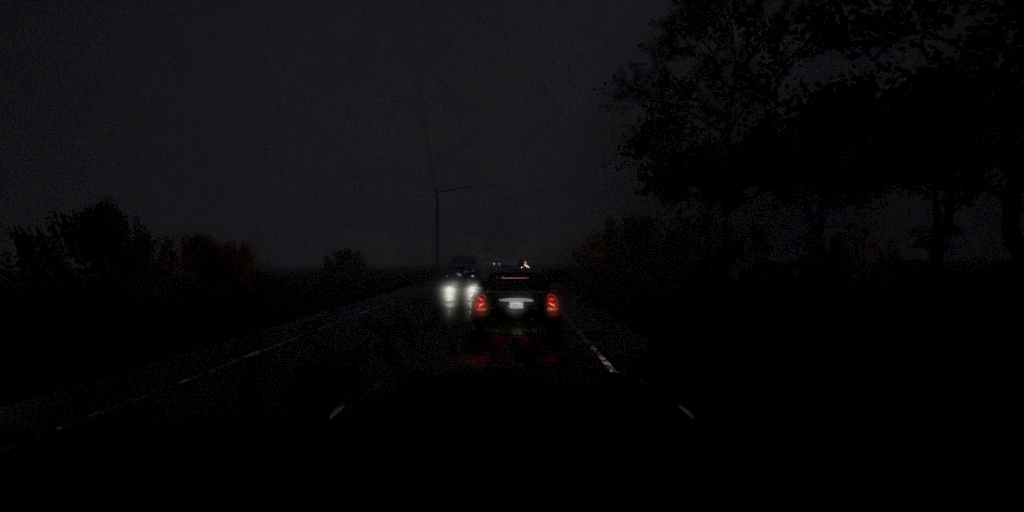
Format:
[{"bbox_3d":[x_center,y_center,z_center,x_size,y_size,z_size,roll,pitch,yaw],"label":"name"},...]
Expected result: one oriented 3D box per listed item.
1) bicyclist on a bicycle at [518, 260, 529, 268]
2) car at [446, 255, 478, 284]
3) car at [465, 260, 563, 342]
[{"bbox_3d":[0.954,1.177,25.767,0.866,1.612,1.509,0,0,1],"label":"bicyclist on a bicycle"},{"bbox_3d":[-3.615,0.962,27.543,2.150,2.045,5.566,0,0,0],"label":"car"},{"bbox_3d":[0.106,1.099,9.944,2.097,1.767,4.553,0,0,0],"label":"car"}]
